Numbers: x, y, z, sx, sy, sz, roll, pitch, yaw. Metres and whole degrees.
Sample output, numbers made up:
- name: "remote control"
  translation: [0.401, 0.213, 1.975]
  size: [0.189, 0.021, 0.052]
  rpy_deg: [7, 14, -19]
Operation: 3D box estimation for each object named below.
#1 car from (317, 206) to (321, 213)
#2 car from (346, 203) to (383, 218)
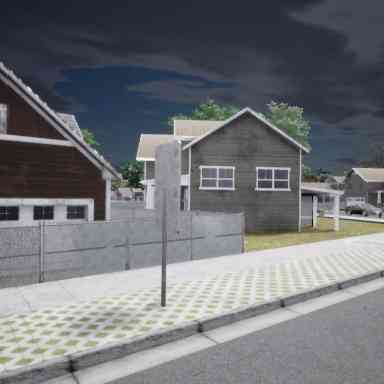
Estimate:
- name: "car"
  translation: [17.611, 2.397, 49.915]
  size: [1.837, 1.490, 4.892]
  rpy_deg: [1, -2, -6]
- name: "car"
  translation: [18.949, 2.020, 36.767]
  size: [2.128, 1.511, 4.902]
  rpy_deg: [1, -2, -5]
